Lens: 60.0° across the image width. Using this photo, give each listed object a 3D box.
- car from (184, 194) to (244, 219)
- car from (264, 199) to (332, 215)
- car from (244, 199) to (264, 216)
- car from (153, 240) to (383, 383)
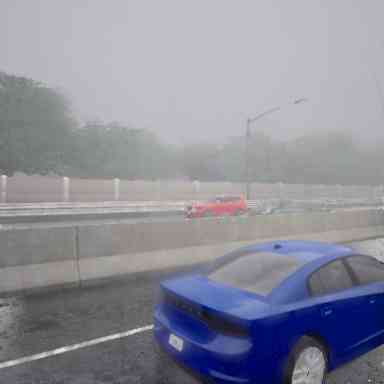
[{"bbox_3d":[2.018,1.214,26.841,5.566,2.045,2.150,0,0,-35],"label":"car"},{"bbox_3d":[7.305,1.363,22.005,4.553,1.767,2.097,0,0,-35],"label":"car"},{"bbox_3d":[6.598,1.355,25.790,4.553,1.767,2.097,0,0,-35],"label":"car"},{"bbox_3d":[1.851,1.486,5.052,5.008,1.535,1.882,0,0,-35],"label":"car"}]
